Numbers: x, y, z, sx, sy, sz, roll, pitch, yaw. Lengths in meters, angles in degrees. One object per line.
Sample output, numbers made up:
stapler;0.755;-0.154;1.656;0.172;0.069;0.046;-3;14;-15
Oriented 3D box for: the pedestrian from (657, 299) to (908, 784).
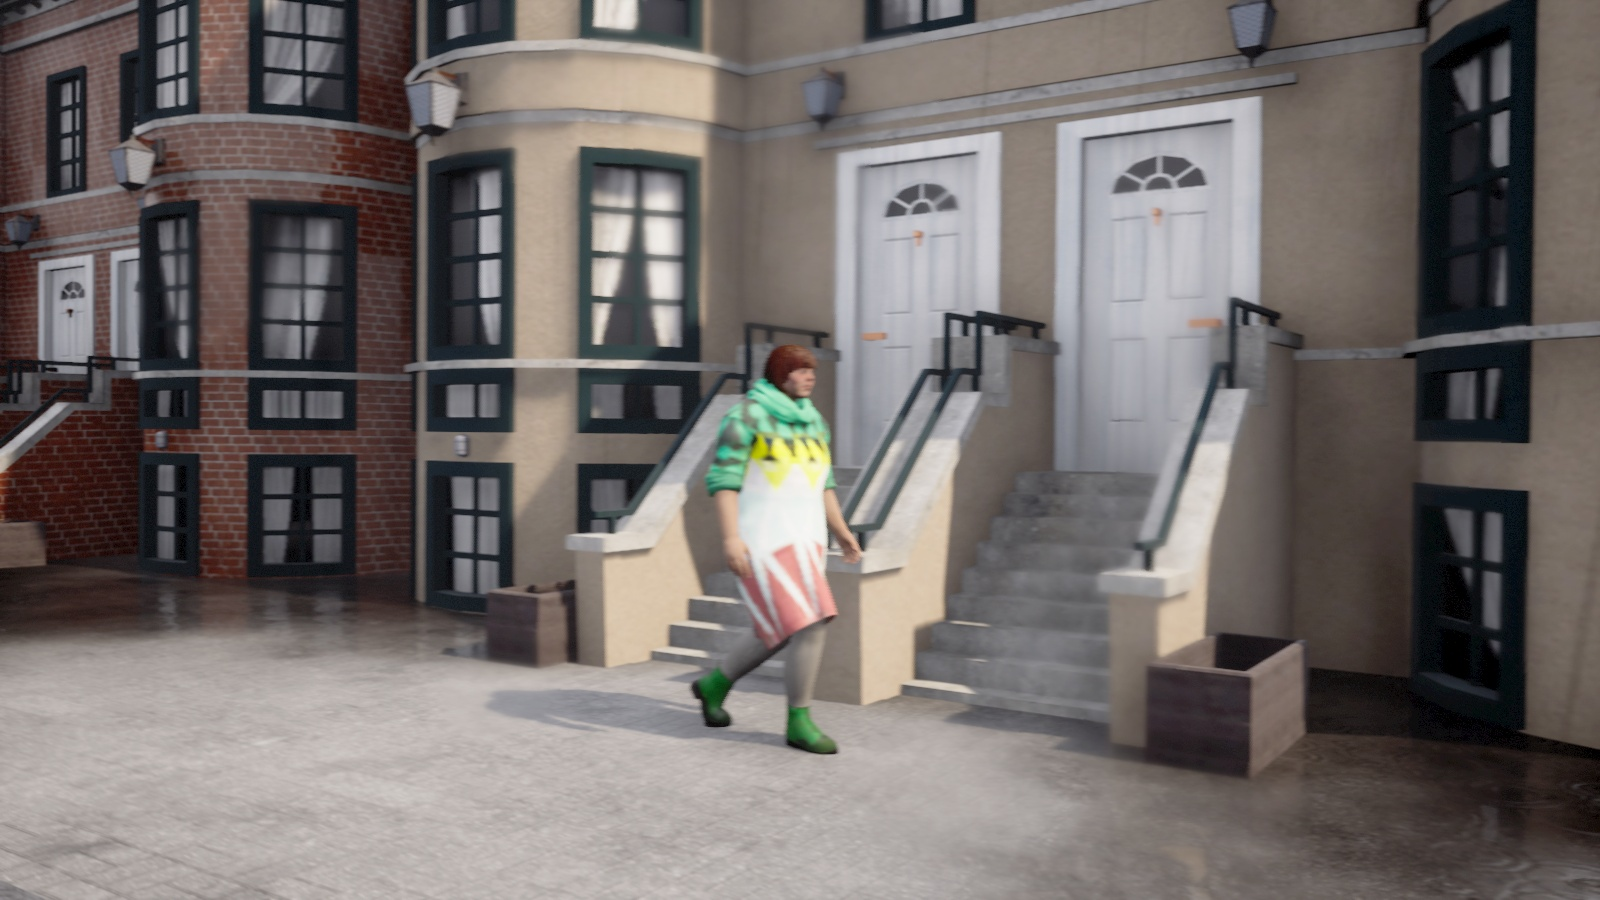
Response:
pedestrian;-0.076;0.366;5.573;0.873;1.952;0.659;0;1;36
